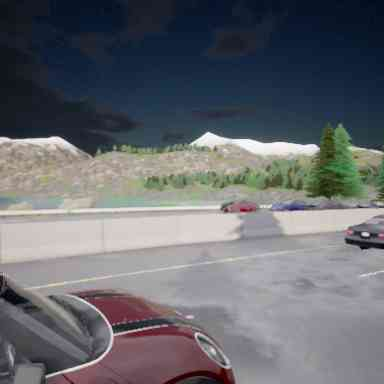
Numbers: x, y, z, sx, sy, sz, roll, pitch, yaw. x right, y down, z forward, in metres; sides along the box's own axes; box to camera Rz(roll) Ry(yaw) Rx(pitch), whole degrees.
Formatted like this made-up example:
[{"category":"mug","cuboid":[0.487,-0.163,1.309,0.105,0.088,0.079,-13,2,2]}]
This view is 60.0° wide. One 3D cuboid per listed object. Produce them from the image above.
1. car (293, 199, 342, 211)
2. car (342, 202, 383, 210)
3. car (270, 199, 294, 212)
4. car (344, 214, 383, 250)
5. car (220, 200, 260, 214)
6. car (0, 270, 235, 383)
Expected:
[{"category":"car","cuboid":[12.465,1.519,30.982,5.357,1.411,2.033,0,0,-25]},{"category":"car","cuboid":[15.344,1.548,28.396,4.181,1.385,1.994,0,0,-24]},{"category":"car","cuboid":[10.111,1.486,33.693,4.674,1.442,1.812,0,0,-25]},{"category":"car","cuboid":[8.292,1.543,12.936,5.357,1.411,2.033,0,0,-29]},{"category":"car","cuboid":[5.083,1.509,35.127,4.181,1.385,1.994,0,0,-26]},{"category":"car","cuboid":[-1.810,1.343,2.355,4.553,1.767,2.097,0,0,-36]}]
